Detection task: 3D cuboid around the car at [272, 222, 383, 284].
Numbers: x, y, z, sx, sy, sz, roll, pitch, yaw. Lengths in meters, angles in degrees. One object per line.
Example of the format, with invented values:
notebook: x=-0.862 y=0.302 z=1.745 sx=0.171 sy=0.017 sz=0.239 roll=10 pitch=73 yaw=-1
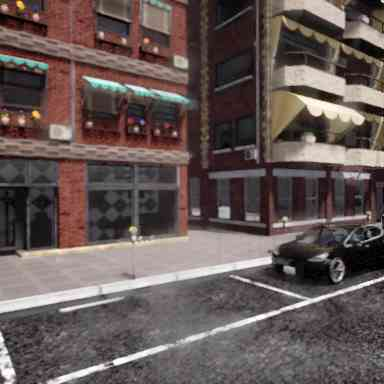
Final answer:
car: x=4.202 y=1.572 z=9.565 sx=4.313 sy=1.339 sz=1.947 roll=0 pitch=0 yaw=-36
